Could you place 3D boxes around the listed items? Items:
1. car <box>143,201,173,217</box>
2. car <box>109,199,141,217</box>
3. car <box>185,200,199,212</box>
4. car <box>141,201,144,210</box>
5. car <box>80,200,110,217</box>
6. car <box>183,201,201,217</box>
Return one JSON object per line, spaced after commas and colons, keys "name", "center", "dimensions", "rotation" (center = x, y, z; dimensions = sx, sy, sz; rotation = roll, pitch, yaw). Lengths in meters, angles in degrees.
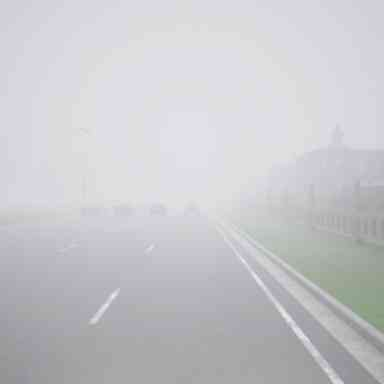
{"name": "car", "center": [-3.501, 1.806, 35.450], "dimensions": [2.128, 1.511, 4.902], "rotation": [0, -1, 0]}
{"name": "car", "center": [-7.001, 1.792, 35.450], "dimensions": [1.882, 1.535, 5.008], "rotation": [0, -1, 0]}
{"name": "car", "center": [0.000, 1.934, 46.033], "dimensions": [1.812, 1.442, 4.674], "rotation": [0, 0, 0]}
{"name": "car", "center": [-7.000, 1.972, 46.074], "dimensions": [1.994, 1.385, 4.181], "rotation": [0, 0, 0]}
{"name": "car", "center": [-10.501, 1.881, 35.832], "dimensions": [1.994, 1.385, 4.181], "rotation": [0, -1, 0]}
{"name": "car", "center": [-0.001, 1.862, 35.449], "dimensions": [2.033, 1.411, 5.357], "rotation": [0, -1, 0]}
